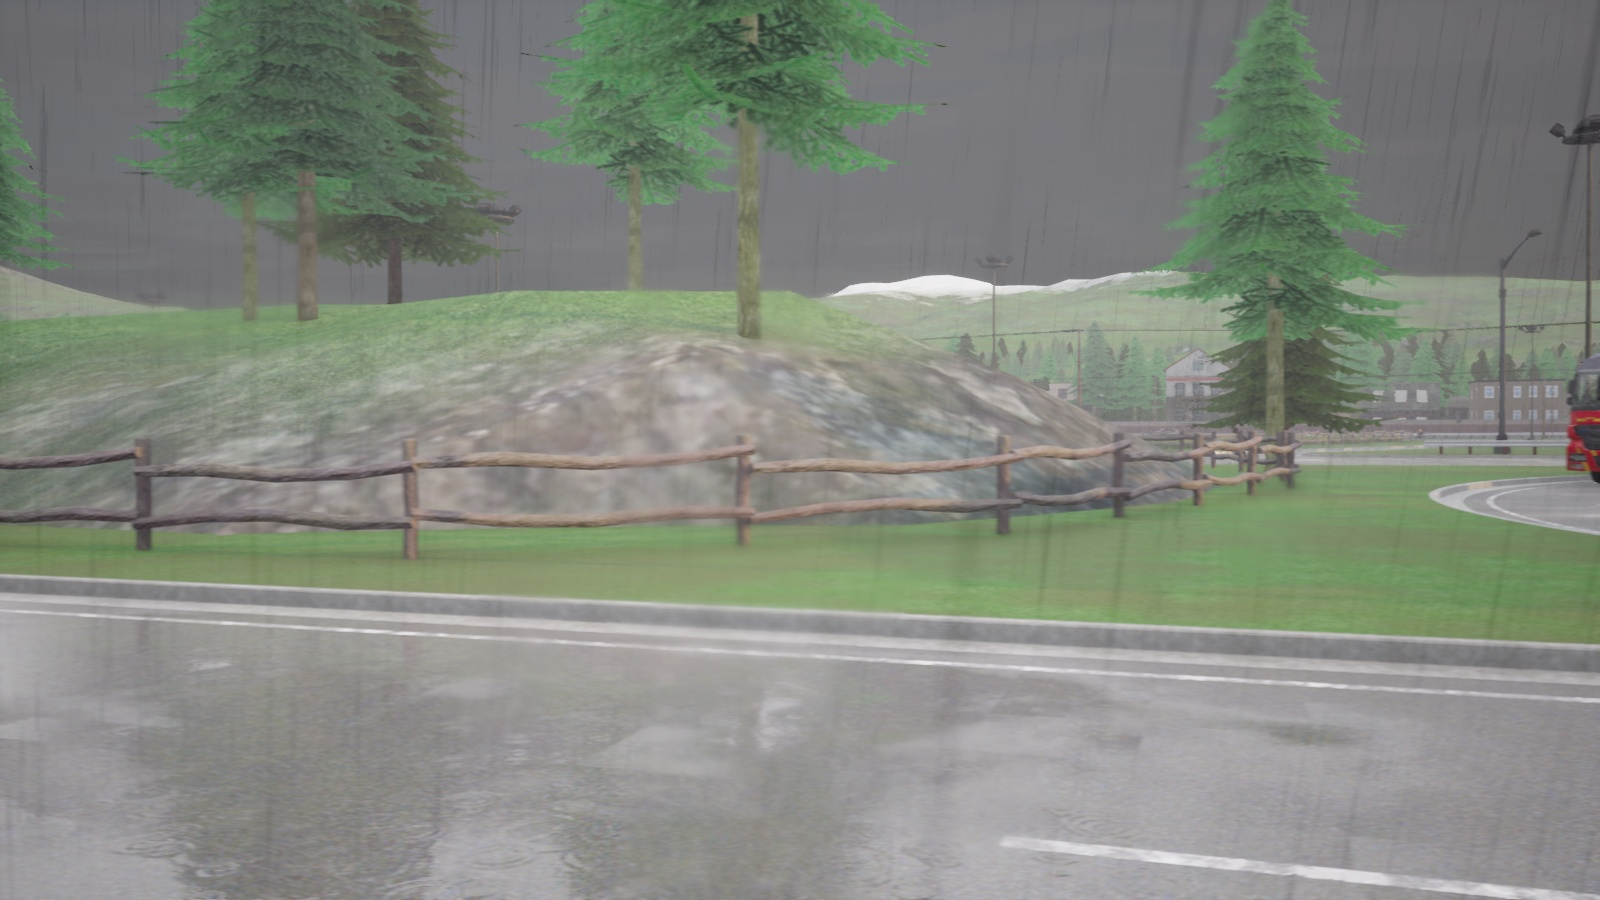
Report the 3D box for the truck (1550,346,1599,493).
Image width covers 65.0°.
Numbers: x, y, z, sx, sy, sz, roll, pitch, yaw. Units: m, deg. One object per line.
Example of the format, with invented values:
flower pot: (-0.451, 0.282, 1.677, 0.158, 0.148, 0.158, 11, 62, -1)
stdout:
truck: (24.625, -0.800, 34.629, 8.468, 3.827, 2.891, 0, 1, -29)
